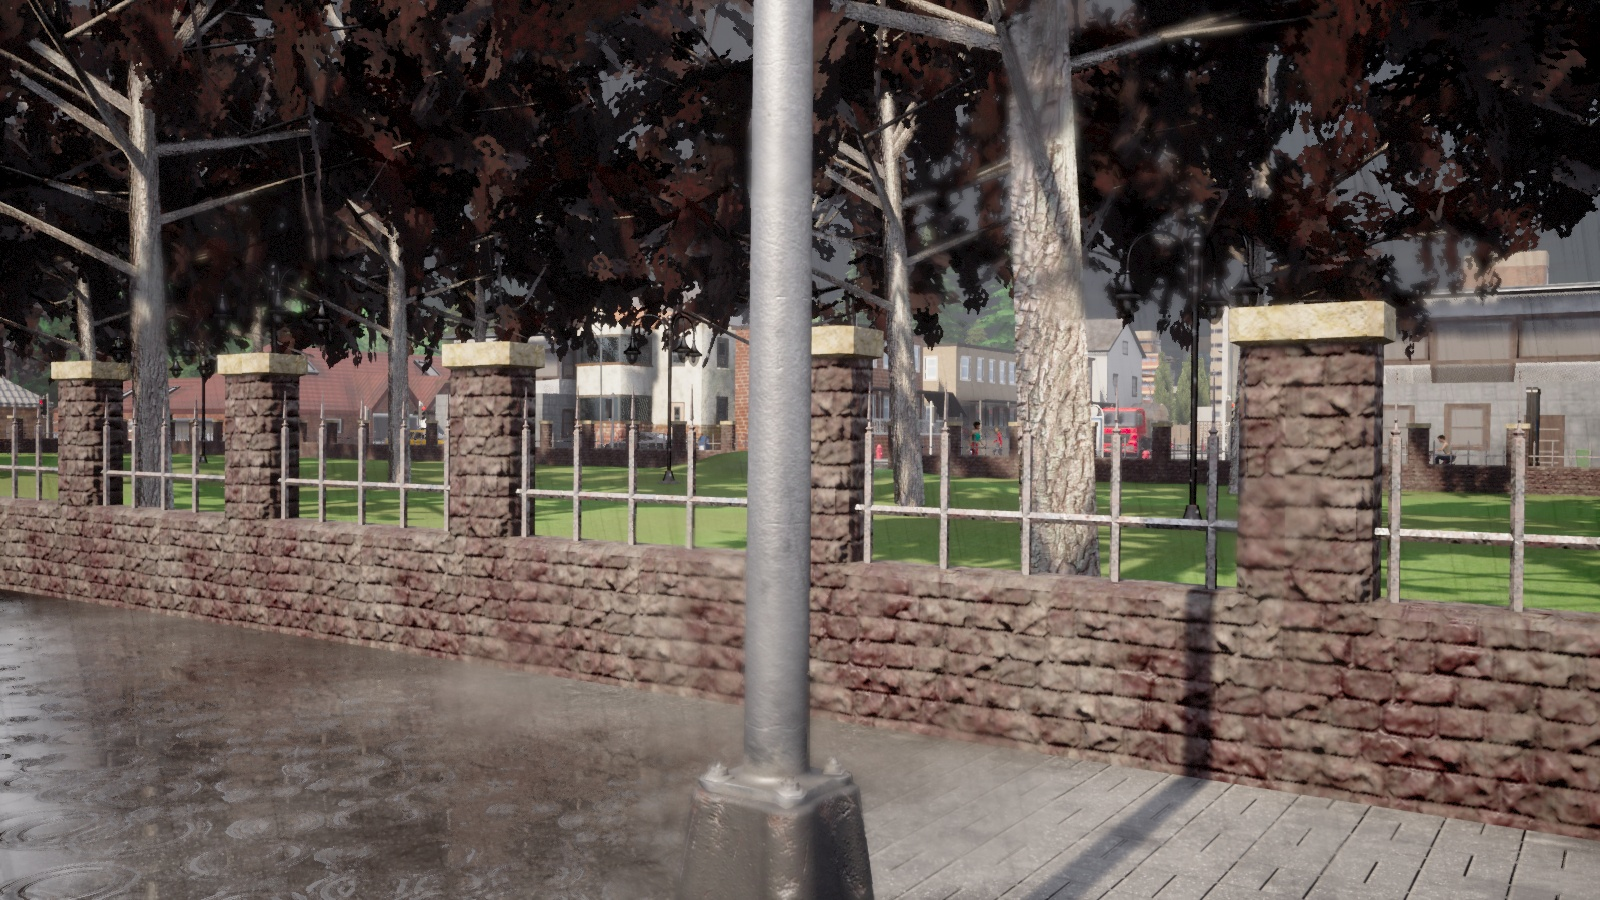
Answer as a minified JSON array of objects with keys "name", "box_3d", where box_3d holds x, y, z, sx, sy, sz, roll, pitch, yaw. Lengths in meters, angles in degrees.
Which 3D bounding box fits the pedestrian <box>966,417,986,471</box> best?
[{"name":"pedestrian","box_3d":[6.070,-0.206,43.333,0.594,1.836,0.345,0,1,34]}]

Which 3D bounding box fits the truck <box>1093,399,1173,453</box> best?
[{"name":"truck","box_3d":[22.852,-1.630,85.914,2.891,3.462,7.936,0,1,34]}]

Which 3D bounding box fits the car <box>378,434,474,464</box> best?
[{"name":"car","box_3d":[-20.044,-0.066,67.164,5.366,1.575,1.801,0,1,32]}]

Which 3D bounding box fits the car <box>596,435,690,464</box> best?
[{"name":"car","box_3d":[-8.014,-0.043,63.947,4.674,1.442,1.812,0,1,34]}]
